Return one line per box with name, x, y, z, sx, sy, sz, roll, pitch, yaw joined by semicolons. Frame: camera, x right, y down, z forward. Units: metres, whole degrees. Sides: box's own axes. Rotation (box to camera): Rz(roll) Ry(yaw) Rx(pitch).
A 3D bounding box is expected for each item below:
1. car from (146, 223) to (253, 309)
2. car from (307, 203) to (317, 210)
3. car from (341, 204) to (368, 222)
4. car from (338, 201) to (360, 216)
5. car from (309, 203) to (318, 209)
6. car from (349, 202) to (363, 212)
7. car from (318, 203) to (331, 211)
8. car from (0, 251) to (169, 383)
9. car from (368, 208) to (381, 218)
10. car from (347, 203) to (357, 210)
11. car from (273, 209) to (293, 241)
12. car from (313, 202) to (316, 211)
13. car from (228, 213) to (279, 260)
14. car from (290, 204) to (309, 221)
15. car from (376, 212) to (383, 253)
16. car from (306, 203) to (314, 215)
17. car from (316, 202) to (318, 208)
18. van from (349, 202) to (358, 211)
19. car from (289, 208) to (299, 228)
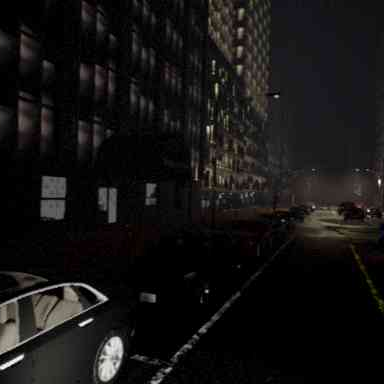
car;0.008;1.646;8.238;1.947;1.339;4.313;1;-1;22
car;25.684;3.032;71.225;1.752;1.417;4.829;1;-1;22
car;17.647;2.394;36.344;1.882;1.535;5.008;2;0;23
car;22.421;2.404;48.110;2.150;2.045;5.566;2;-1;22
car;30.036;3.314;81.907;1.947;1.339;4.313;1;-1;22
car;33.509;3.045;68.220;2.192;1.841;5.009;1;-1;22
car;26.555;3.013;66.219;1.812;1.442;4.674;2;-1;22
car;-2.137;1.512;2.976;2.008;1.369;4.403;1;-1;22
car;22.779;2.686;41.905;2.008;1.369;4.403;1;-1;22
car;37.796;3.407;78.741;1.967;1.590;4.097;1;-1;22
car;4.297;1.870;18.762;2.008;1.369;4.403;1;-1;22
car;19.311;2.736;55.596;1.802;1.307;4.206;1;-1;22
car;2.153;1.745;13.500;1.887;1.381;4.507;1;-1;22
car;10.732;2.228;34.548;2.008;1.369;4.403;1;-1;22
car;9.821;1.943;15.513;1.882;1.535;5.008;2;-1;29
car;15.022;2.467;45.072;2.008;1.369;4.403;1;-1;22
car;21.460;2.713;60.860;1.967;1.590;4.097;1;-1;22
van;35.653;3.189;73.481;1.690;1.788;3.998;1;-1;22
car;6.442;2.021;24.024;1.802;1.307;4.206;1;-1;22
